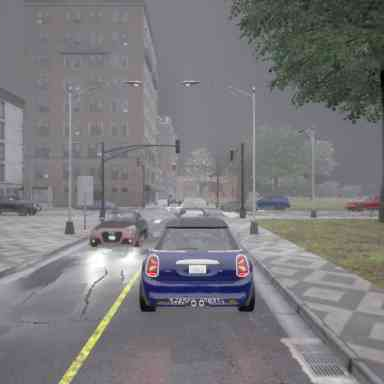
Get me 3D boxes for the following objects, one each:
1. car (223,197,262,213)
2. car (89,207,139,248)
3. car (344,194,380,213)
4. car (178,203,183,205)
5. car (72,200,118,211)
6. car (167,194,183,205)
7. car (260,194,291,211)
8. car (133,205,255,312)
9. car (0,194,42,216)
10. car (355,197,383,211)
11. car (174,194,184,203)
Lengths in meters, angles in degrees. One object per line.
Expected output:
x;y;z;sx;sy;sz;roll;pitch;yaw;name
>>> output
5.217;1.614;37.231;4.181;1.385;1.994;0;0;-10;car
-3.081;1.576;14.802;1.994;1.385;4.181;0;0;0;car
20.427;1.297;37.929;5.566;2.045;2.150;0;-1;0;car
0.022;1.540;17.555;1.812;1.442;4.674;0;0;1;car
-11.884;1.631;41.085;5.357;1.411;2.033;0;-1;0;car
-2.970;1.308;55.737;2.150;2.045;5.566;0;0;-2;car
9.351;1.323;41.195;5.566;2.045;2.150;0;0;1;car
0.095;1.356;7.882;2.097;1.767;4.553;0;0;0;car
-17.129;1.196;31.127;5.566;2.045;2.150;0;-1;0;car
22.933;1.467;41.179;4.553;1.767;2.097;0;-1;0;car
-2.906;1.388;76.123;2.150;2.045;5.566;0;0;0;car
